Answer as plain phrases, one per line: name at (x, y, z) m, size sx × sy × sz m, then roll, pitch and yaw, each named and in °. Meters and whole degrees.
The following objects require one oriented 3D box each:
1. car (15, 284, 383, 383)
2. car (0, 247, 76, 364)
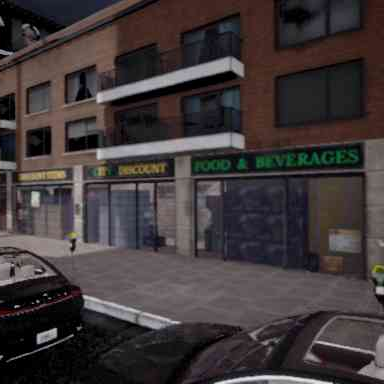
car at (1.004, 1.553, 2.160) m, size 4.403 × 1.369 × 2.008 m, roll 0°, pitch 0°, yaw 35°
car at (-3.594, 1.582, 5.440) m, size 4.403 × 1.369 × 2.008 m, roll 0°, pitch 0°, yaw 35°
